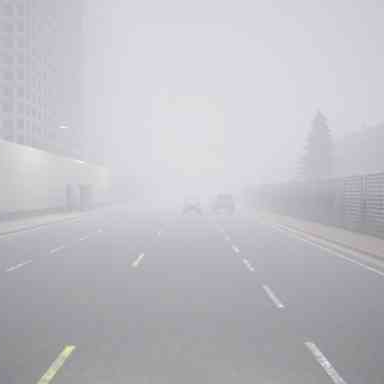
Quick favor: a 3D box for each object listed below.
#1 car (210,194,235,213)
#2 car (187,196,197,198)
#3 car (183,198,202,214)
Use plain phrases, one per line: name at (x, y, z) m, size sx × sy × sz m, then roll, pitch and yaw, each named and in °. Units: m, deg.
car at (3.505, 1.221, 37.293) m, size 2.150 × 2.045 × 5.566 m, roll 0°, pitch 0°, yaw 1°
car at (-0.017, 1.352, 45.061) m, size 2.097 × 1.767 × 4.553 m, roll 0°, pitch 0°, yaw 0°
car at (0.041, 1.601, 35.173) m, size 1.895 × 1.301 × 4.718 m, roll 0°, pitch 0°, yaw 0°
